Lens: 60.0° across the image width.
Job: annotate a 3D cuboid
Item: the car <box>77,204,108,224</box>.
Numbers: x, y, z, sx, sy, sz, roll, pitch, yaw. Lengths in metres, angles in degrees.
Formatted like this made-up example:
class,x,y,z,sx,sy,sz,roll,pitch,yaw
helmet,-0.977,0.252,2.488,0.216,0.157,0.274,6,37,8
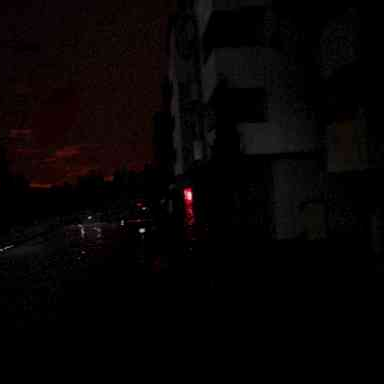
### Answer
class,x,y,z,sx,sy,sz,roll,pitch,yaw
car,-8.074,1.754,27.261,1.994,1.385,4.181,-4,1,-8

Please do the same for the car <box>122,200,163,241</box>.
class,x,y,z,sx,sy,sz,roll,pitch,yaw
car,-2.513,1.448,16.885,2.128,1.511,4.902,-4,1,-8

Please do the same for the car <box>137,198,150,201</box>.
class,x,y,z,sx,sy,sz,roll,pitch,yaw
car,-5.247,1.400,36.383,1.837,1.490,4.892,-4,1,-8
